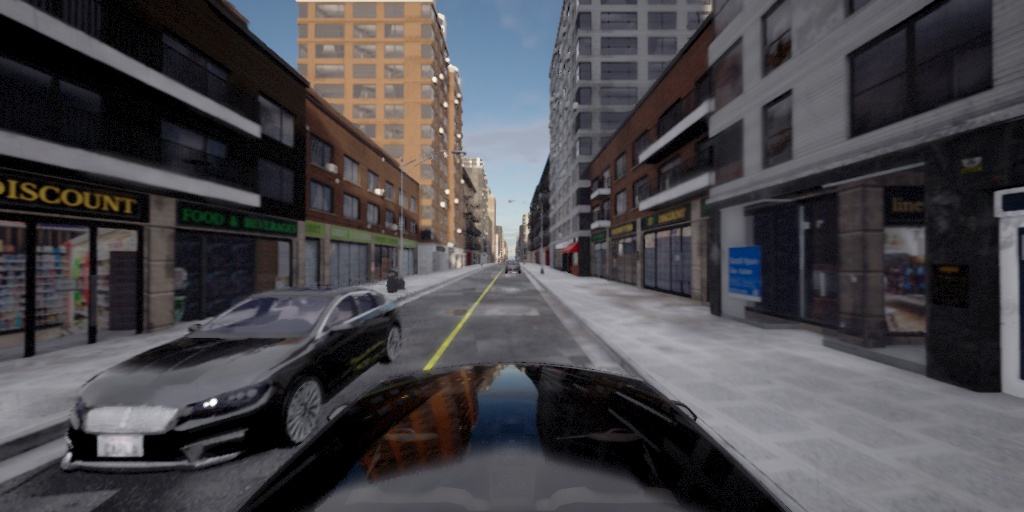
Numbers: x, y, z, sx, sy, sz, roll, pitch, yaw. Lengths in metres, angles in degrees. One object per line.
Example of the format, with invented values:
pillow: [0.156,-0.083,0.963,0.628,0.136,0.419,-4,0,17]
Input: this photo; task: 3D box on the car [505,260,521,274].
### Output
car: [0.118,1.296,42.983,2.128,1.511,4.902,0,0,0]

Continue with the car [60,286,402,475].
car: [-3.097,1.243,5.290,2.128,1.511,4.902,0,0,0]
